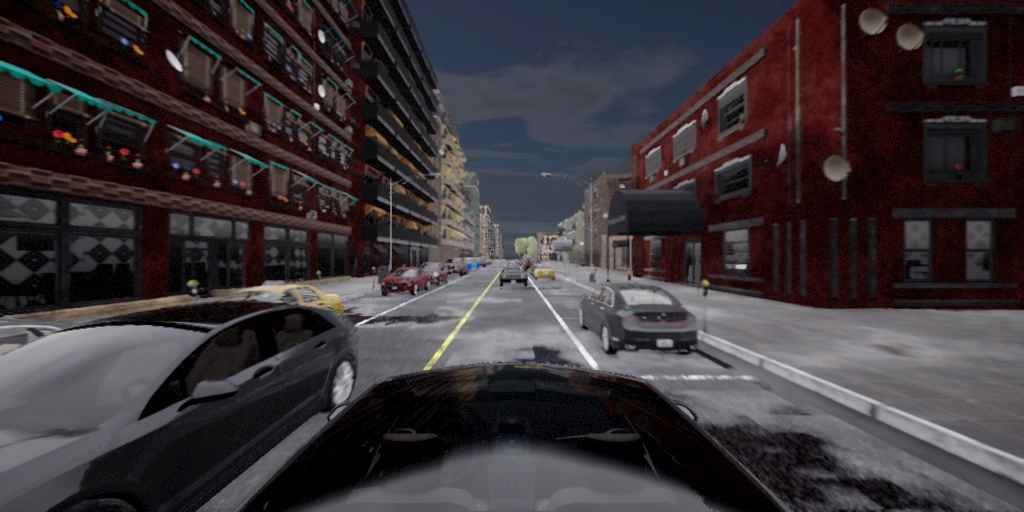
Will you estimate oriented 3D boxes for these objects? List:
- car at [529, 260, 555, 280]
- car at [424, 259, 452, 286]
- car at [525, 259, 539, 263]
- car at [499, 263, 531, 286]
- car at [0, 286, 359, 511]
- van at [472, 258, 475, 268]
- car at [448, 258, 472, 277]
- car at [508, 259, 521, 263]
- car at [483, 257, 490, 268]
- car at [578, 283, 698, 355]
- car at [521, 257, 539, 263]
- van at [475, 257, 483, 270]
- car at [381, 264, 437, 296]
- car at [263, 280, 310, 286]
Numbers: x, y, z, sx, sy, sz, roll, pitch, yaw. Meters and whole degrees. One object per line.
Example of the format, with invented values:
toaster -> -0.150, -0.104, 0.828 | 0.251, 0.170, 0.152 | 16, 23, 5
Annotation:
car -> 2.700, 1.288, 30.826 | 1.751, 1.417, 4.829 | 0, 0, 0
car -> -5.683, 1.200, 25.119 | 1.967, 1.591, 4.097 | 0, 0, 0
car -> 2.701, 1.319, 36.195 | 2.007, 1.370, 4.403 | 0, 0, 0
car -> 0.108, 1.361, 25.456 | 1.895, 1.301, 4.718 | 0, 0, 0
car -> -3.094, 1.256, 3.261 | 1.837, 1.490, 4.892 | 0, 0, 0
van -> -5.677, 1.116, 41.738 | 1.690, 1.789, 3.998 | 0, 0, 0
car -> -5.679, 1.084, 36.198 | 2.192, 1.841, 5.009 | 0, 0, 0
car -> 0.116, 1.348, 48.883 | 1.994, 1.385, 4.181 | 0, 0, 0
car -> -5.670, 1.124, 63.893 | 2.192, 1.841, 5.009 | 0, 0, 0
car -> 2.693, 1.302, 8.499 | 2.007, 1.370, 4.403 | 0, 0, 0
car -> 2.706, 1.096, 47.273 | 2.192, 1.841, 5.009 | 0, 0, 0
van -> -5.674, 1.131, 52.815 | 1.690, 1.789, 3.998 | 0, 0, 0
car -> -5.685, 1.302, 19.581 | 1.888, 1.381, 4.507 | 0, 0, 0
car -> -5.688, 1.278, 8.332 | 1.751, 1.417, 4.829 | 0, 0, 0
